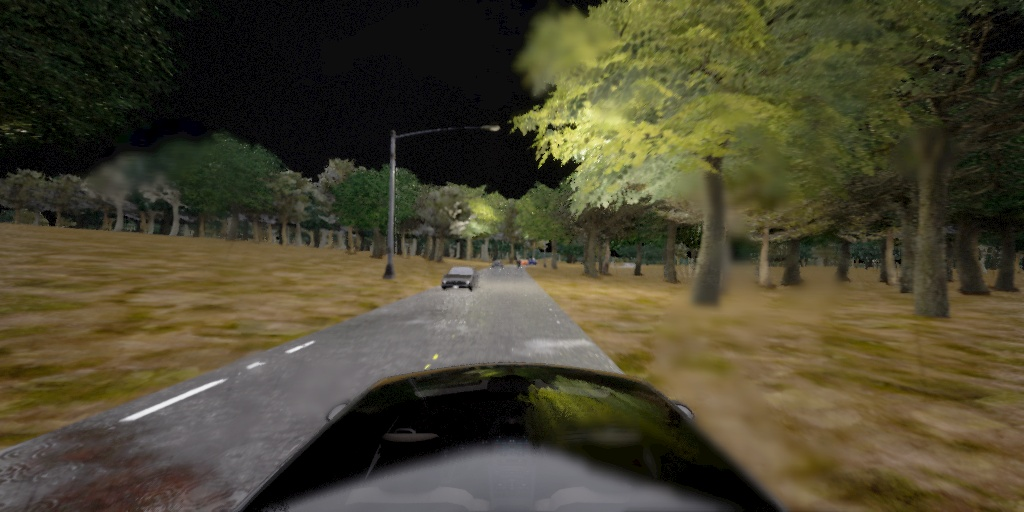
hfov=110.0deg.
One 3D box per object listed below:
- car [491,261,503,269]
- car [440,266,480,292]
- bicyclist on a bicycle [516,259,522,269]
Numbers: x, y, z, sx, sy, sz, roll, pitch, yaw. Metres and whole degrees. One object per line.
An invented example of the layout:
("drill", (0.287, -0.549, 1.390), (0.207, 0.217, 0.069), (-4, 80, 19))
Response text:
("car", (-2.608, 1.515, 63.965), (1.994, 1.385, 4.181), (1, 0, 3))
("car", (-3.061, 1.335, 22.277), (2.033, 1.411, 5.357), (1, 0, 0))
("bicyclist on a bicycle", (1.022, 1.374, 61.173), (0.659, 1.776, 1.843), (-5, 0, 3))
